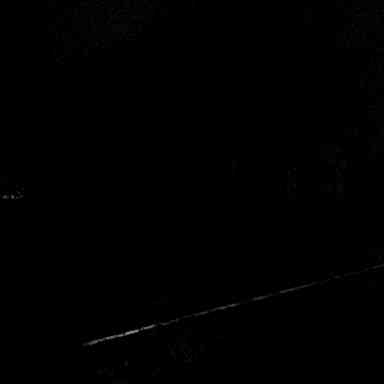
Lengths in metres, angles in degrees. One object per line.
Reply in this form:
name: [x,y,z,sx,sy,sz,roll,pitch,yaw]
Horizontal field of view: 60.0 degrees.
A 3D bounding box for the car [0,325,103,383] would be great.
car: [-2.893,1.505,1.681,4.892,1.490,1.837,0,0,-36]
